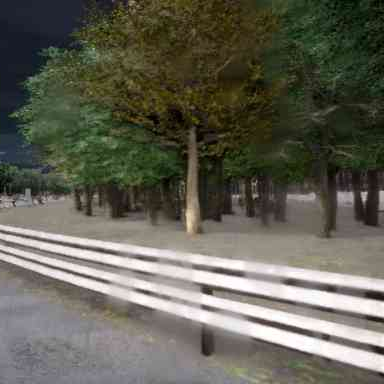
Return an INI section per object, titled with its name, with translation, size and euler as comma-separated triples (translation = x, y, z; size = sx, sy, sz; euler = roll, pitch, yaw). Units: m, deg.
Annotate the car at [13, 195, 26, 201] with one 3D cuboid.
[car]
translation = -43.658, 1.694, 84.735
size = 2.150, 2.045, 5.566
euler = -1, 0, -9
